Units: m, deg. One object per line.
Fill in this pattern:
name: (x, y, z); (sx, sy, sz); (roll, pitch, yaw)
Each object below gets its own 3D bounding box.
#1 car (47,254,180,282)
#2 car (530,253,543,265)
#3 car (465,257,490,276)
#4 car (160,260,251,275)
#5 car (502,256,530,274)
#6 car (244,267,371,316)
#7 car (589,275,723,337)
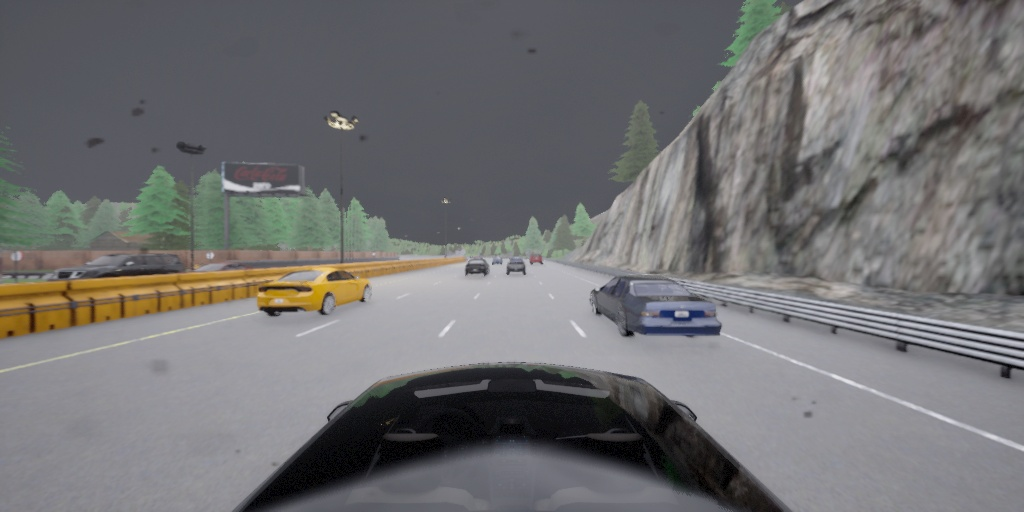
car: (-20.904, 0.877, 19.444); (2.150, 2.045, 5.566); (0, 0, 1)
car: (4.332, 0.532, 65.072); (2.150, 2.045, 5.566); (0, 1, 1)
car: (-3.105, 1.017, 32.898); (1.882, 1.535, 5.008); (0, 0, 1)
car: (-17.365, 1.114, 21.323); (1.882, 1.535, 5.008); (0, 0, 1)
car: (0.437, 1.007, 35.860); (2.128, 1.511, 4.902); (0, 0, 1)
car: (-6.845, 1.158, 13.041); (1.882, 1.535, 5.008); (0, 0, 0)
car: (3.548, 1.237, 9.959); (2.033, 1.411, 5.357); (0, 0, 0)
